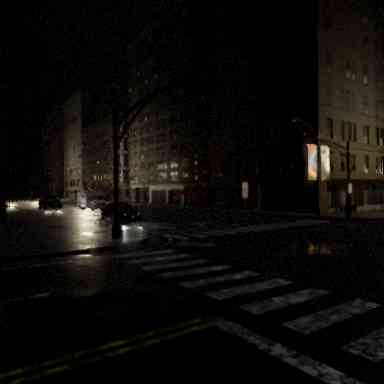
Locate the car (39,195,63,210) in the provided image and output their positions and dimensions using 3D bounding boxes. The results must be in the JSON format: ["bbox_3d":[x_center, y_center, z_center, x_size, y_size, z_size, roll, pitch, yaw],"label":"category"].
[{"bbox_3d":[-19.616,1.385,45.950,2.150,2.045,5.566,-1,0,-35],"label":"car"}]

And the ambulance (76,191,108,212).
[{"bbox_3d":[-12.510,1.120,41.734,2.351,2.431,6.366,-1,1,-36],"label":"ambulance"}]

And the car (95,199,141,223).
[{"bbox_3d":[-5.812,1.598,26.668,1.837,1.490,4.892,-1,1,-36],"label":"car"}]
